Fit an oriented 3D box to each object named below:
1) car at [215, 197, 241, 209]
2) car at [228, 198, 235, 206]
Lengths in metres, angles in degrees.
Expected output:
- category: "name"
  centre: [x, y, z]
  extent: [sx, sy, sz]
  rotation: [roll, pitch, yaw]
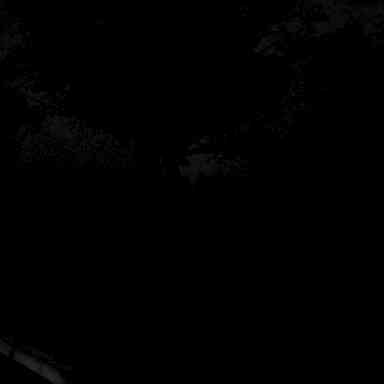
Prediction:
- category: "car"
  centre: [6.749, 1.924, 62.114]
  extent: [2.435, 2.045, 5.566]
  rotation: [0, 0, 35]
- category: "car"
  centre: [6.658, 1.969, 46.125]
  extent: [2.435, 2.045, 5.566]
  rotation: [0, 0, 35]
